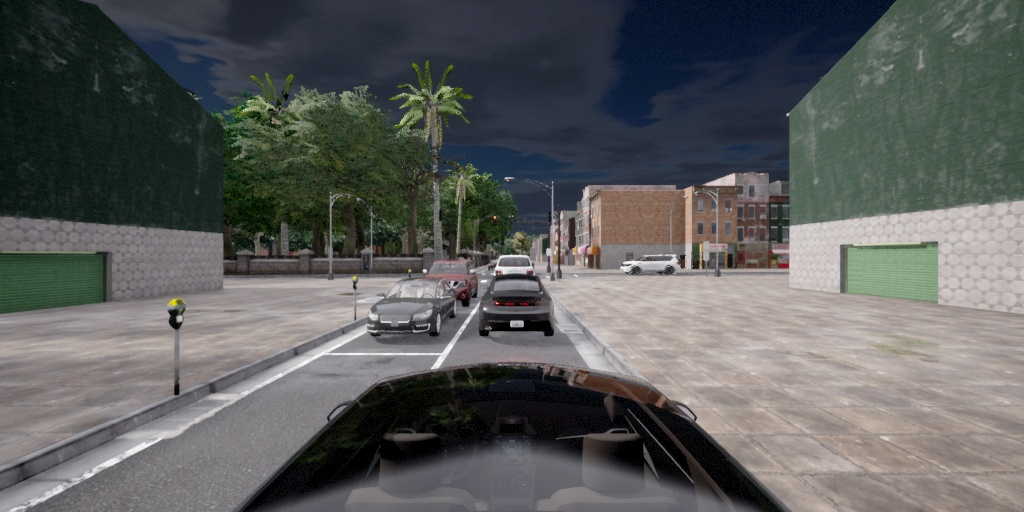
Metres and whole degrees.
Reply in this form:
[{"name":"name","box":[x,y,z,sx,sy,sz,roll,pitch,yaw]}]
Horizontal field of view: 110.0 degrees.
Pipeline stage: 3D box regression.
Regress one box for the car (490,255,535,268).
[{"name":"car","box":[0.122,0.980,20.430,2.150,2.045,5.566,0,0,0]}]

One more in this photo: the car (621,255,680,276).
[{"name":"car","box":[13.853,0.893,36.023,5.566,2.045,2.150,0,0,0]}]

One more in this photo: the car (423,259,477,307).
[{"name":"car","box":[-2.621,1.068,15.673,2.192,1.841,5.009,0,0,0]}]

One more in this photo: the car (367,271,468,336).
[{"name":"car","box":[-2.628,1.301,10.210,2.007,1.370,4.403,0,0,0]}]

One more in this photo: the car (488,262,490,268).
[{"name":"car","box":[-2.574,1.292,53.819,1.967,1.591,4.097,0,0,0]}]

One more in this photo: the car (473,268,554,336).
[{"name":"car","box":[0.109,1.255,10.336,1.837,1.490,4.892,0,0,0]}]
